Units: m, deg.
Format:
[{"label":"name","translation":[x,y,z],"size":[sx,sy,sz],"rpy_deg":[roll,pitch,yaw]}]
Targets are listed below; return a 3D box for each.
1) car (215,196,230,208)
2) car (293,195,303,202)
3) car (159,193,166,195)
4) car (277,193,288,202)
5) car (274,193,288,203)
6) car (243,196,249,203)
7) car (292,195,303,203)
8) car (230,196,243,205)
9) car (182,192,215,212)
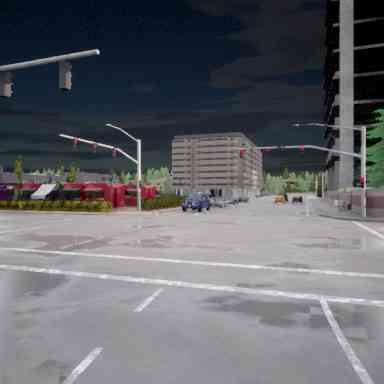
[{"label":"car","translation":[3.746,1.601,48.558],"size":[1.895,1.301,4.718],"rpy_deg":[0,0,19]},{"label":"car","translation":[24.742,1.525,77.344],"size":[2.128,1.511,4.902],"rpy_deg":[0,0,19]},{"label":"car","translation":[-7.964,1.209,81.445],"size":[4.605,1.855,1.932],"rpy_deg":[0,0,19]},{"label":"car","translation":[21.547,1.225,78.822],"size":[2.150,2.045,5.566],"rpy_deg":[0,0,19]},{"label":"car","translation":[18.236,1.478,69.005],"size":[1.882,1.535,5.008],"rpy_deg":[0,0,19]},{"label":"car","translation":[10.343,1.547,67.663],"size":[2.033,1.411,5.357],"rpy_deg":[0,0,19]},{"label":"car","translation":[21.449,1.478,67.601],"size":[1.882,1.535,5.008],"rpy_deg":[0,0,19]},{"label":"car","translation":[6.869,1.491,57.676],"size":[2.128,1.511,4.902],"rpy_deg":[0,0,19]},{"label":"car","translation":[0.597,1.221,39.317],"size":[2.150,2.045,5.566],"rpy_deg":[0,0,19]}]
